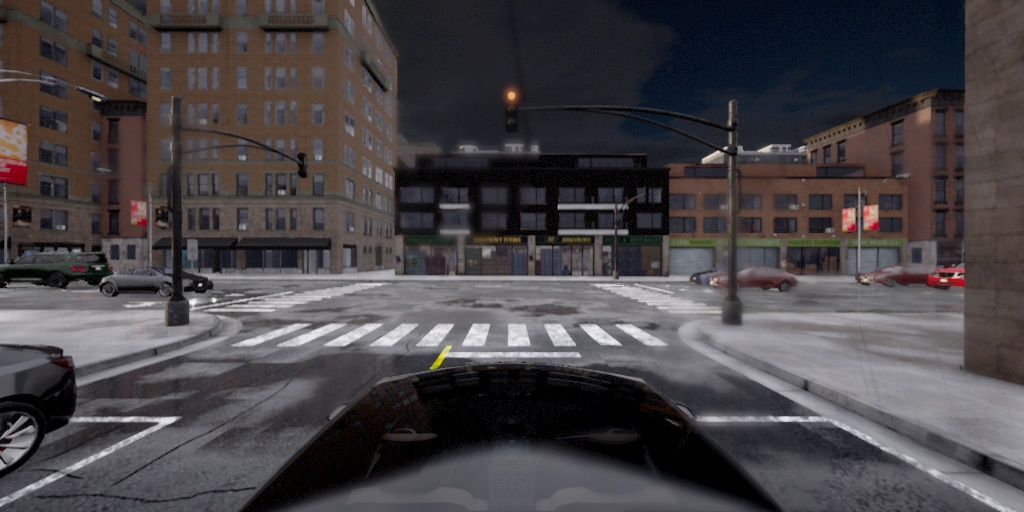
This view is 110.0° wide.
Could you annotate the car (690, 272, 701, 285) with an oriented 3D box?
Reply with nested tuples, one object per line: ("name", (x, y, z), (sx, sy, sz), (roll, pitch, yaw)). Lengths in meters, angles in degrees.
("car", (14.396, 1.367, 24.285), (4.181, 1.385, 1.994), (0, 0, 0))

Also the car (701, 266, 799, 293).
("car", (14.097, 1.331, 21.032), (4.674, 1.442, 1.812), (0, 0, 1))

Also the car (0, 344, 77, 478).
("car", (-5.387, 1.315, 1.928), (1.948, 1.339, 4.313), (0, 0, 0))

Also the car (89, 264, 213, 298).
("car", (-17.142, 1.220, 17.410), (4.181, 1.385, 1.994), (0, 0, 0))

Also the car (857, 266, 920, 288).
("car", (26.302, 1.392, 24.338), (4.674, 1.442, 1.812), (0, 0, -1))

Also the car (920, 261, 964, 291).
("car", (28.153, 1.101, 21.103), (5.566, 2.045, 2.150), (0, 0, -1))

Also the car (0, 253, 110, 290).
("car", (-26.728, 0.828, 20.824), (5.566, 2.045, 2.150), (0, 0, -1))
